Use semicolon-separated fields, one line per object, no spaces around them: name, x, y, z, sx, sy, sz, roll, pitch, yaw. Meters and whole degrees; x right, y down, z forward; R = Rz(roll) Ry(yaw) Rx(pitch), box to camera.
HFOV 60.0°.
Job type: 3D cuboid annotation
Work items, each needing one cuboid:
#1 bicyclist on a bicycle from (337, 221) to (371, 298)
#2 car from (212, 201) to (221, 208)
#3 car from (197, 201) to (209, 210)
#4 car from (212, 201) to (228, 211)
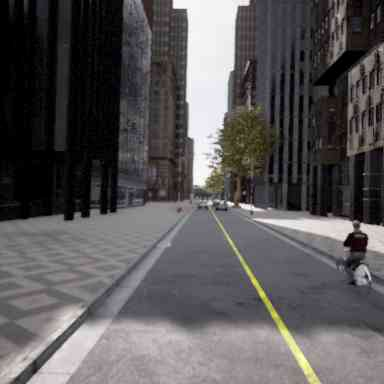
bicyclist on a bicycle;4.013;1.593;8.334;0.659;1.776;1.843;2;-1;2
car;5.493;2.744;74.644;1.837;1.490;4.892;2;-1;2
car;1.878;2.387;58.234;1.837;1.490;4.892;2;-1;3
car;4.962;2.508;56.558;1.994;1.385;4.181;2;-1;2
